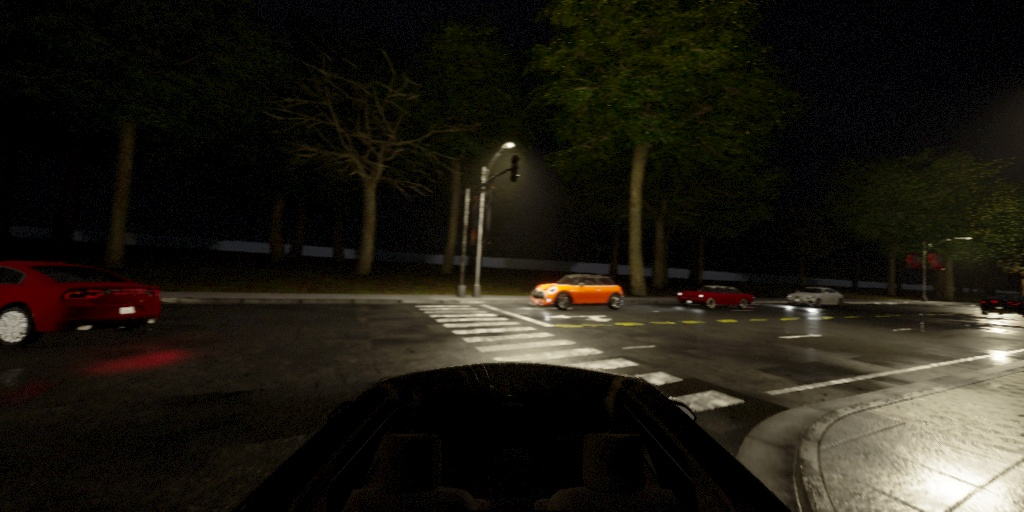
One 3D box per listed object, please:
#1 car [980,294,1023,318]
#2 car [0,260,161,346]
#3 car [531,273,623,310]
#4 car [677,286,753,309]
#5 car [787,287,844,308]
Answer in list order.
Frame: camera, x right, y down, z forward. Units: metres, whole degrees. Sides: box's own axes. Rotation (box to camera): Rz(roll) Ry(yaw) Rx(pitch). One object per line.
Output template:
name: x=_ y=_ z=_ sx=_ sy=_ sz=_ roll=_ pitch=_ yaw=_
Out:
car: x=34.390 y=3.401 z=24.654 sx=5.008 sy=1.535 sz=1.882 roll=4 pitch=-3 yaw=-24
car: x=-10.254 y=0.828 z=7.473 sx=5.008 sy=1.535 sz=1.882 roll=3 pitch=-4 yaw=4
car: x=3.225 y=1.688 z=17.829 sx=4.553 sy=1.767 sz=2.097 roll=3 pitch=-3 yaw=-24
car: x=12.445 y=2.483 z=22.006 sx=4.718 sy=1.301 sz=1.895 roll=3 pitch=-3 yaw=-24
car: x=22.528 y=3.011 z=26.565 sx=4.674 sy=1.442 sz=1.812 roll=3 pitch=-3 yaw=-24
